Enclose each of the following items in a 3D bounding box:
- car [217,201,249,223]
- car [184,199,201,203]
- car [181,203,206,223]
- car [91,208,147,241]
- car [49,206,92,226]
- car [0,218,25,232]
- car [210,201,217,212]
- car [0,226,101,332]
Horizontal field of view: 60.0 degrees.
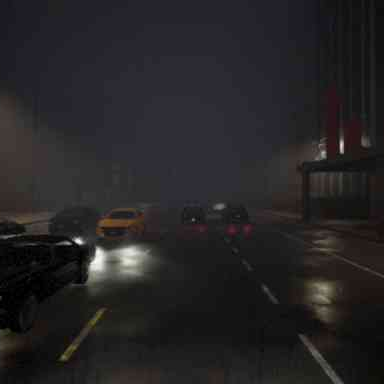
[{"bbox_3d":[3.593,1.708,28.177,2.128,1.511,4.902,0,0,0],"label":"car"},{"bbox_3d":[0.063,1.686,43.707,2.097,1.767,4.553,0,-1,0],"label":"car"},{"bbox_3d":[0.095,1.810,27.227,1.895,1.301,4.718,0,0,0],"label":"car"},{"bbox_3d":[-3.579,1.614,17.736,1.882,1.535,5.008,0,0,0],"label":"car"},{"bbox_3d":[-7.063,1.635,20.554,1.882,1.535,5.008,0,0,1],"label":"car"},{"bbox_3d":[-7.097,1.573,10.569,2.128,1.511,4.902,0,0,0],"label":"car"},{"bbox_3d":[3.567,1.861,43.850,1.812,1.442,4.674,0,0,0],"label":"car"},{"bbox_3d":[-3.595,1.655,7.032,1.895,1.301,4.718,0,0,0],"label":"car"}]
